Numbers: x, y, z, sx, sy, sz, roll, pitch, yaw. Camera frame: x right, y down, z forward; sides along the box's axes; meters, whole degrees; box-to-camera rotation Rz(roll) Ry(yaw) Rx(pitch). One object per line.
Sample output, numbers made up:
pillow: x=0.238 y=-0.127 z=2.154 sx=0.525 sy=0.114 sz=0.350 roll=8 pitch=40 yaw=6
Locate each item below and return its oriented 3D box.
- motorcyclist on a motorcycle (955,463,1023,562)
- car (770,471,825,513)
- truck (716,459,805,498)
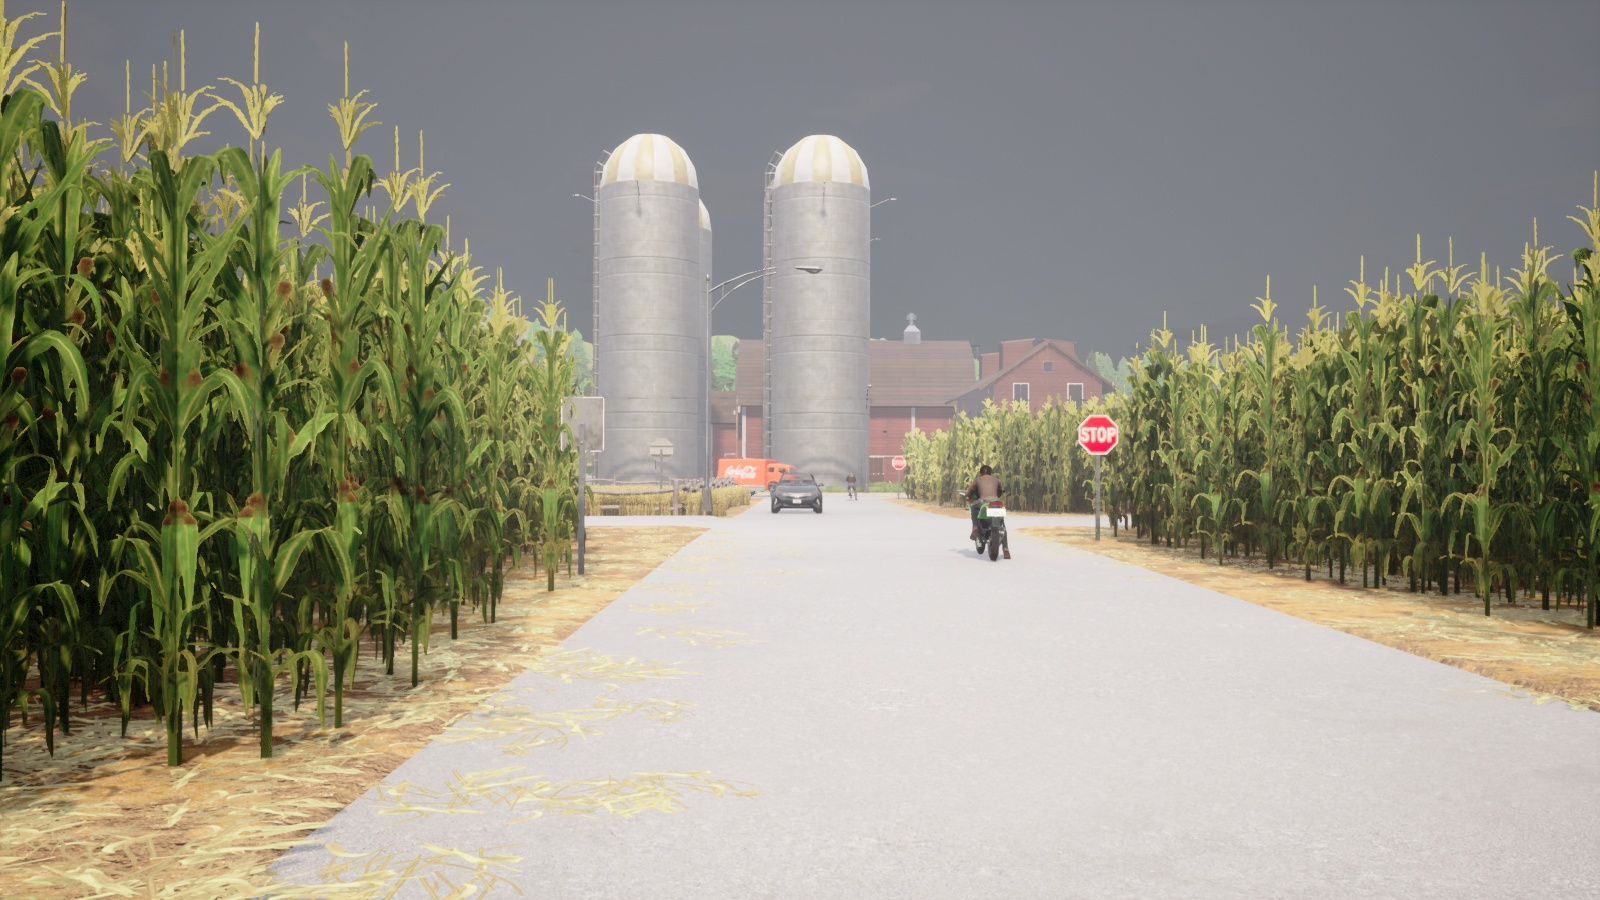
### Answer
motorcyclist on a motorcycle: x=3.055 y=0.977 z=20.496 sx=0.797 sy=1.523 sz=2.044 roll=0 pitch=-1 yaw=0
car: x=-0.105 y=1.584 z=47.921 sx=2.007 sy=1.525 sz=4.514 roll=0 pitch=-1 yaw=0
truck: x=-2.583 y=1.865 z=82.639 sx=5.204 sy=2.467 sz=2.627 roll=0 pitch=-3 yaw=23
